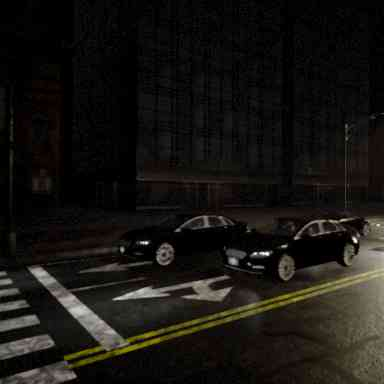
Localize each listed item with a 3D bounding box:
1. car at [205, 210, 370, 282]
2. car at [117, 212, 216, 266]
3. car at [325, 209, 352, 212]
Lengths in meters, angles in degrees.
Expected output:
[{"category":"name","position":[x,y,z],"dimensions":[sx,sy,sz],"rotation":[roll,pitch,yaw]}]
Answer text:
[{"category":"car","position":[3.039,1.491,9.835],"dimensions":[4.902,1.511,2.128],"rotation":[0,0,-35]},{"category":"car","position":[-0.126,1.491,11.573],"dimensions":[4.902,1.511,2.128],"rotation":[0,0,-35]},{"category":"car","position":[7.118,1.564,16.733],"dimensions":[4.181,1.385,1.994],"rotation":[0,0,-35]}]
